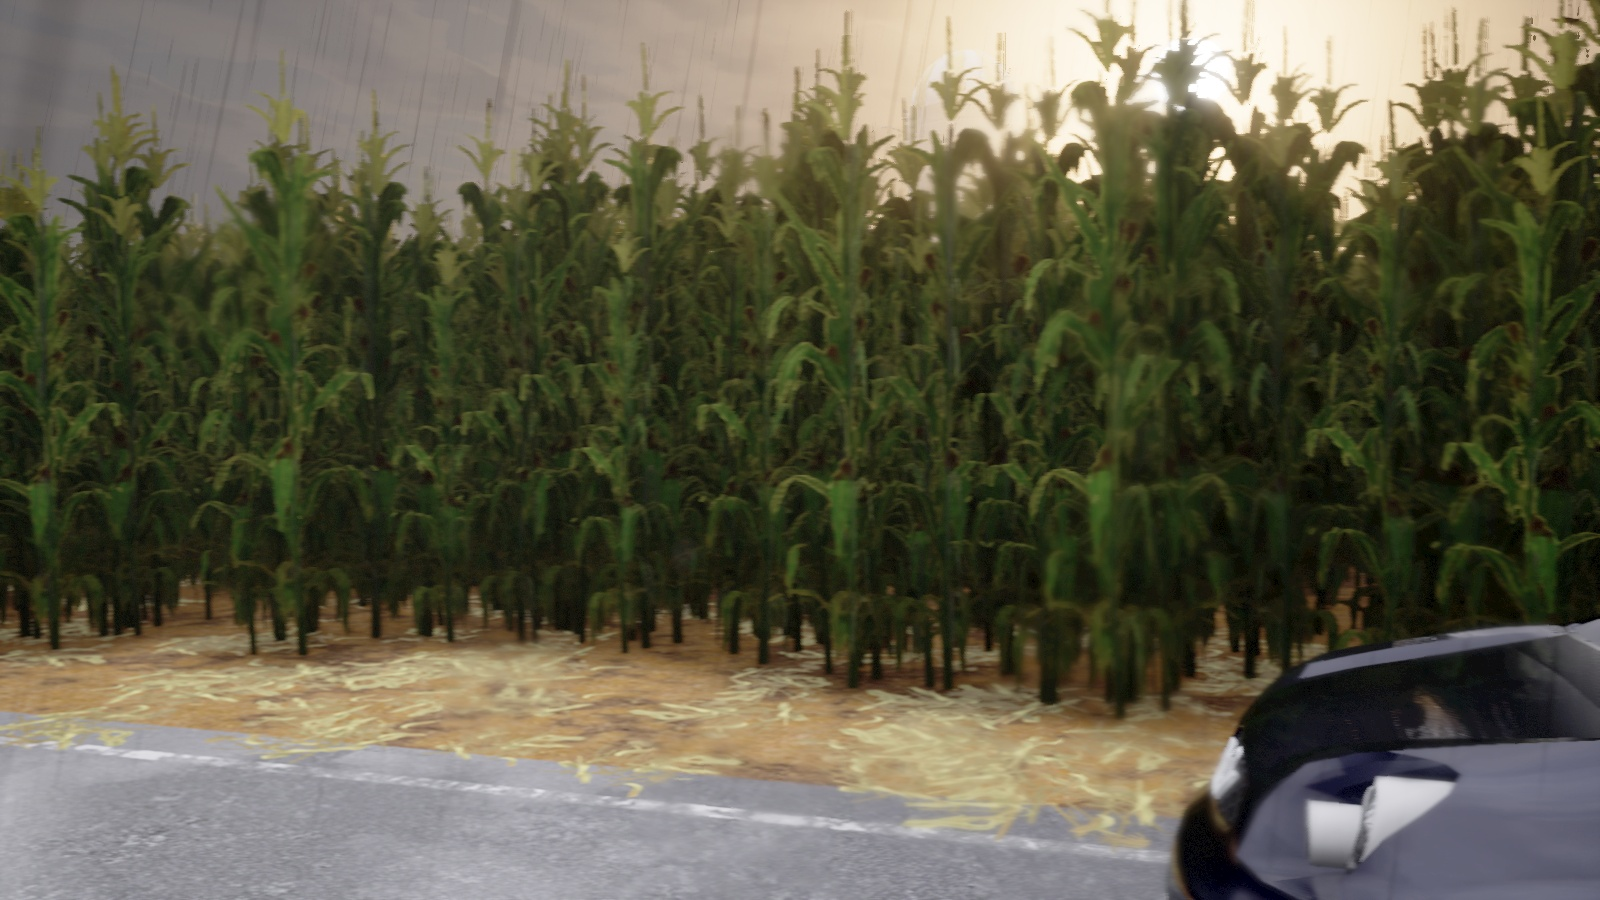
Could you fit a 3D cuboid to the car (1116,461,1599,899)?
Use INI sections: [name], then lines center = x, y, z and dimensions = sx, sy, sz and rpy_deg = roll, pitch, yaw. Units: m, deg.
[car]
center = 2.531, 0.812, 2.342
dimensions = 3.633, 1.501, 1.845
rpy_deg = 1, 1, 19
